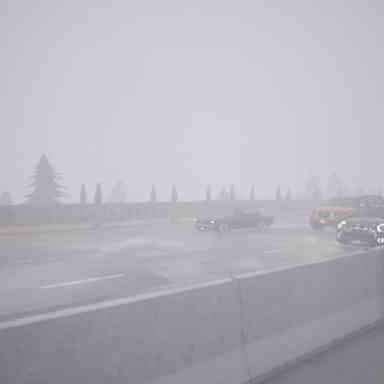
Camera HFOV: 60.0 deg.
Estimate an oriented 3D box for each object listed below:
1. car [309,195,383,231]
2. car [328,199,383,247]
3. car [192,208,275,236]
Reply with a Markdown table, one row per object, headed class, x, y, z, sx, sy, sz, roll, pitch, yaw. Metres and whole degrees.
| class | x | y | z | sx | sy | sz | roll | pitch | yaw |
| --- | --- | --- | --- | --- | --- | --- | --- | --- | --- |
| car | 9.119 | 1.201 | 19.101 | 5.566 | 2.045 | 2.150 | 0 | 0 | -36 |
| car | 8.150 | 1.335 | 14.110 | 4.553 | 1.767 | 2.097 | 0 | 0 | -36 |
| car | 2.350 | 1.586 | 18.567 | 4.718 | 1.301 | 1.895 | 0 | 0 | -36 |
